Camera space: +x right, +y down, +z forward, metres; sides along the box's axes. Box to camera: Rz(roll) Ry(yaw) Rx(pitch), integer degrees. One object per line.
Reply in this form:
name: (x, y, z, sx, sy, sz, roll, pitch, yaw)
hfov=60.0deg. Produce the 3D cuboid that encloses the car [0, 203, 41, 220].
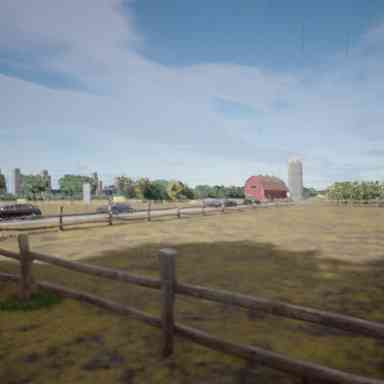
car: (-15.239, 1.704, 27.884, 1.837, 1.490, 4.892, -2, -1, 35)

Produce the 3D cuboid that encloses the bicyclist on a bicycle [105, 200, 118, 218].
bicyclist on a bicycle: (-7.061, 1.501, 29.081, 1.656, 1.620, 0.582, 0, 0, 35)

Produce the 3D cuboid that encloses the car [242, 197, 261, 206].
car: (10.673, 1.710, 59.454, 1.837, 1.490, 4.892, -2, -2, 35)

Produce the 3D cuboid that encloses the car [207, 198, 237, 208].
car: (4.972, 1.703, 51.337, 2.033, 1.411, 5.357, -2, -2, 36)

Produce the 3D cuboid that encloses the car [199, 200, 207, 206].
car: (3.322, 1.802, 53.900, 2.033, 1.411, 5.357, -2, -2, 36)

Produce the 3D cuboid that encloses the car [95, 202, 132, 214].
car: (-8.703, 1.780, 37.086, 1.994, 1.385, 4.181, -2, -2, 36)
